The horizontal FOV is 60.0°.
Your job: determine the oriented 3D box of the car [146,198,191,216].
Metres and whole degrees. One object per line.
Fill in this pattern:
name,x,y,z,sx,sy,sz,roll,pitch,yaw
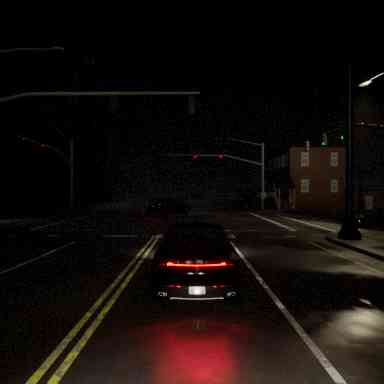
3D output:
car,-2.134,1.296,31.032,2.097,1.767,4.553,-1,0,39

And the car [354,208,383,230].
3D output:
car,16.625,2.400,28.834,5.566,2.045,2.150,9,0,0

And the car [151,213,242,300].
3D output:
car,0.086,1.505,8.346,1.837,1.490,4.892,0,0,0
